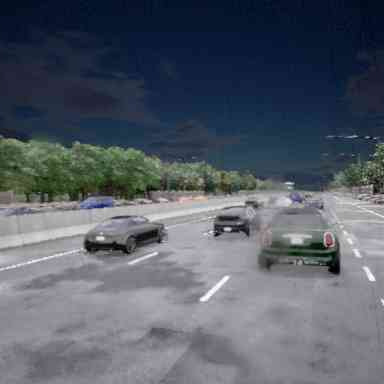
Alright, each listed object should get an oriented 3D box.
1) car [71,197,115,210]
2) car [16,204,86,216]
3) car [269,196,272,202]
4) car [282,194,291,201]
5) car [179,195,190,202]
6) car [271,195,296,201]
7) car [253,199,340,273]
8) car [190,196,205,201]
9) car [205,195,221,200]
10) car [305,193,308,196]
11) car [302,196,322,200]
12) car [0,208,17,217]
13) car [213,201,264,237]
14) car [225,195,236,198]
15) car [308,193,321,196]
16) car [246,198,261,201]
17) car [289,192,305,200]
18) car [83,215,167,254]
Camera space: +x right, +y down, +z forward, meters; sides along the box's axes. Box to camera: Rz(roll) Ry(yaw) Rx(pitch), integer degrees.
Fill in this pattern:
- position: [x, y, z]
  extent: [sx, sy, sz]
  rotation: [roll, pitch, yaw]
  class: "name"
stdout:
- position: [-11.483, 1.613, 40.045]
  extent: [2.150, 2.045, 5.566]
  rotation: [-1, 0, 21]
  class: "car"
- position: [-10.095, 1.879, 24.207]
  extent: [1.994, 1.385, 4.181]
  rotation: [-1, 0, 21]
  class: "car"
- position: [15.362, 1.398, 61.188]
  extent: [1.882, 1.535, 5.008]
  rotation: [-1, 0, 21]
  class: "car"
- position: [23.272, 1.399, 81.832]
  extent: [1.837, 1.490, 4.892]
  rotation: [-1, 0, 21]
  class: "car"
- position: [-1.324, 1.561, 76.338]
  extent: [2.097, 1.767, 4.553]
  rotation: [-1, 0, 21]
  class: "car"
- position: [11.222, 1.401, 40.602]
  extent: [1.812, 1.442, 4.674]
  rotation: [-1, 0, 21]
  class: "car"
- position: [3.525, 1.294, 10.742]
  extent: [2.097, 1.767, 4.553]
  rotation: [-1, 0, 21]
  class: "car"
- position: [1.935, 1.600, 75.057]
  extent: [1.882, 1.535, 5.008]
  rotation: [-1, 0, 21]
  class: "car"
- position: [5.203, 1.539, 73.805]
  extent: [1.837, 1.490, 4.892]
  rotation: [-1, 0, 21]
  class: "car"
- position: [25.830, 1.414, 78.722]
  extent: [1.895, 1.301, 4.718]
  rotation: [-1, 0, 21]
  class: "car"
- position: [13.530, 1.401, 36.841]
  extent: [1.895, 1.301, 4.718]
  rotation: [-1, 0, 21]
  class: "car"
- position: [-13.446, 1.946, 25.224]
  extent: [2.033, 1.411, 5.357]
  rotation: [-1, 0, 22]
  class: "car"
- position: [2.534, 1.493, 17.926]
  extent: [1.837, 1.490, 4.892]
  rotation: [-1, 0, 21]
  class: "car"
- position: [8.470, 1.455, 72.553]
  extent: [1.837, 1.490, 4.892]
  rotation: [-1, 0, 21]
  class: "car"
- position: [21.898, 1.354, 58.680]
  extent: [1.895, 1.301, 4.718]
  rotation: [-1, 0, 21]
  class: "car"
- position: [7.632, 1.467, 41.019]
  extent: [1.837, 1.490, 4.892]
  rotation: [-1, 0, 21]
  class: "car"
- position: [18.639, 1.058, 59.979]
  extent: [2.150, 2.045, 5.566]
  rotation: [-1, 0, 21]
  class: "car"
- position: [-2.666, 1.667, 14.127]
  extent: [1.994, 1.385, 4.181]
  rotation: [-1, 0, 21]
  class: "car"
